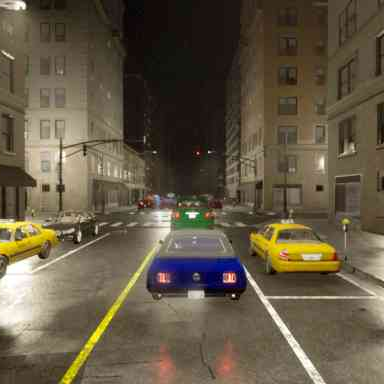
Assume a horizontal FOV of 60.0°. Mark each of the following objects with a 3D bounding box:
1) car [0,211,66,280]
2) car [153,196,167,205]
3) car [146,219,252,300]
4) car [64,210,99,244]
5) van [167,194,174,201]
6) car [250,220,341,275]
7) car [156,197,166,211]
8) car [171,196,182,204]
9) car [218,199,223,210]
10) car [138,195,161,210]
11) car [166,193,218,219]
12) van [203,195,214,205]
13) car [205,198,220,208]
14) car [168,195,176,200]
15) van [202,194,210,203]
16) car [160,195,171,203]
[{"bbox_3d":[-5.658,1.526,9.946,1.752,1.417,4.829,0,0,0],"label":"car"},{"bbox_3d":[-5.606,1.462,58.919,1.967,1.590,4.097,0,0,0],"label":"car"},{"bbox_3d":[0.092,1.601,8.338,1.895,1.301,4.718,0,0,0],"label":"car"},{"bbox_3d":[-5.652,1.552,15.641,2.008,1.369,4.403,0,0,0],"label":"car"},{"bbox_3d":[-5.576,1.378,86.427,1.690,1.788,3.998,0,0,0],"label":"van"},{"bbox_3d":[2.867,1.526,10.276,1.752,1.417,4.829,0,0,0],"label":"car"},{"bbox_3d":[-3.055,1.613,41.602,1.895,1.301,4.718,0,0,0],"label":"car"},{"bbox_3d":[-2.960,1.504,66.182,1.882,1.535,5.008,0,0,1],"label":"car"},{"bbox_3d":[2.902,1.558,42.405,1.887,1.381,4.507,0,0,0],"label":"car"},{"bbox_3d":[-5.624,1.328,42.415,2.192,1.841,5.009,0,0,0],"label":"car"},{"bbox_3d":[0.020,1.224,18.104,2.150,2.045,5.566,0,0,0],"label":"car"},{"bbox_3d":[2.920,1.363,58.910,1.690,1.788,3.998,0,0,0],"label":"van"},{"bbox_3d":[2.908,1.582,47.907,1.947,1.339,4.313,0,0,0],"label":"car"},{"bbox_3d":[-5.570,1.591,91.927,2.008,1.369,4.403,0,0,0],"label":"car"},{"bbox_3d":[2.932,1.369,69.913,1.690,1.788,3.998,0,0,0],"label":"van"},{"bbox_3d":[-5.594,1.468,69.922,1.967,1.590,4.097,0,0,0],"label":"car"}]
